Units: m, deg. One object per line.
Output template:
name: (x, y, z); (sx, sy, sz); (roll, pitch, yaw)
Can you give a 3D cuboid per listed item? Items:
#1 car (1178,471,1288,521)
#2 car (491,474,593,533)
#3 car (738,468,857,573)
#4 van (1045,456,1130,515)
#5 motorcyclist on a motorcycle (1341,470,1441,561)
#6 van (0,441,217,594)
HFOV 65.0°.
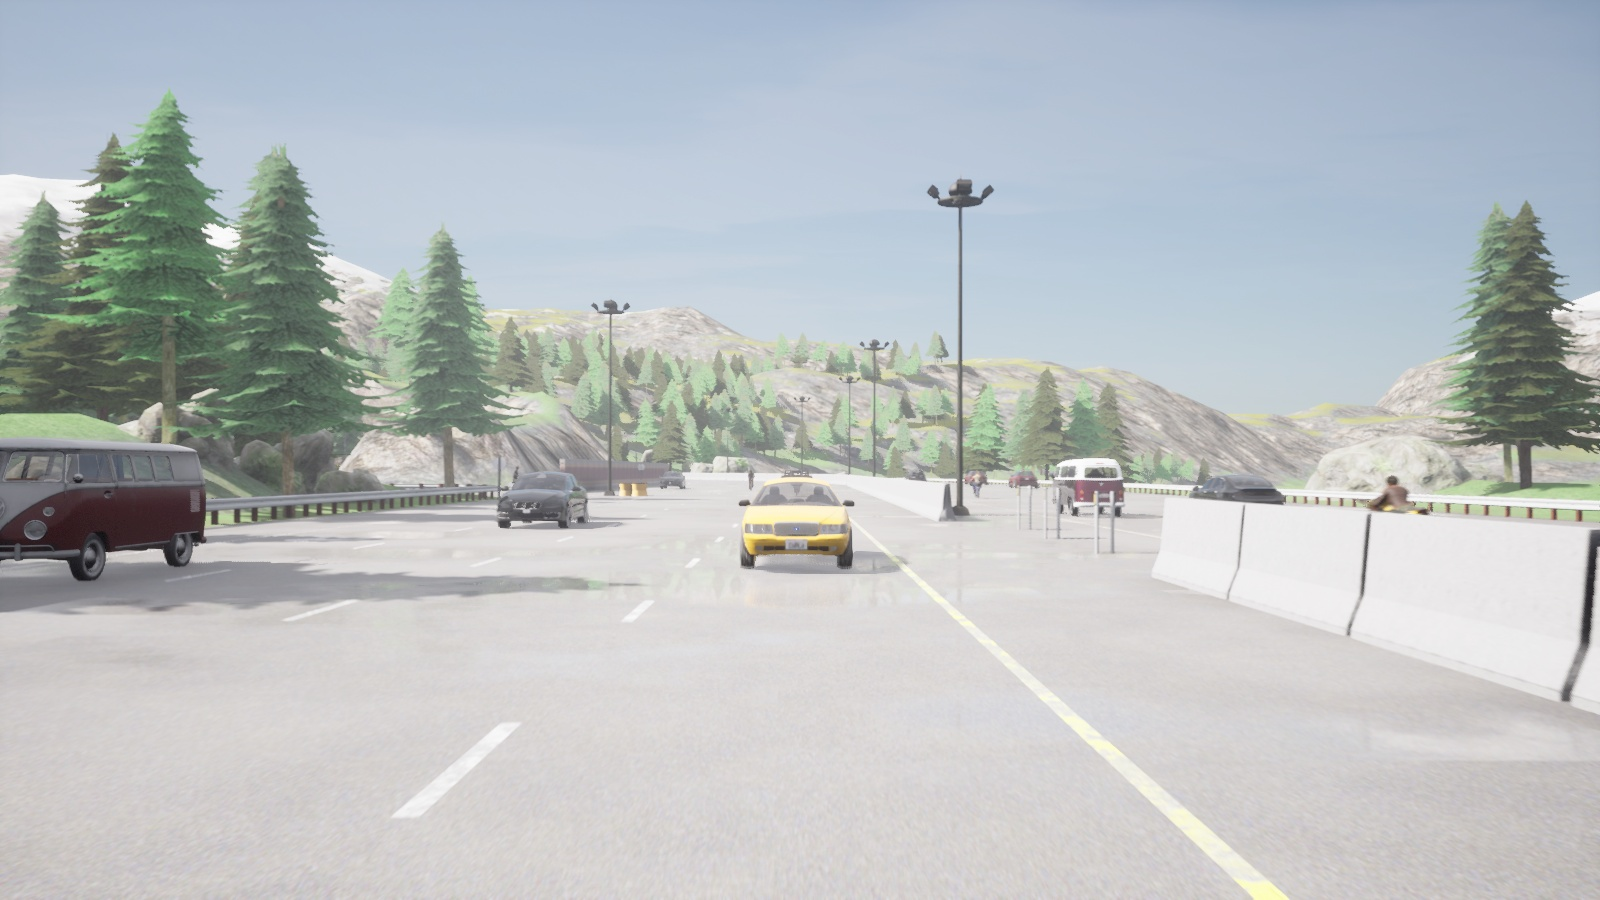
car: (13.905, 1.443, 40.610); (1.837, 1.490, 4.892); (0, -1, 0)
car: (-7.081, 1.431, 34.893); (1.837, 1.490, 4.892); (0, -1, 0)
car: (-0.051, 1.119, 21.773); (1.801, 1.575, 5.366); (0, -1, 0)
van: (10.392, 1.263, 45.734); (2.069, 2.038, 4.480); (0, -1, 0)
motorcyclist on a motorcycle: (10.448, 1.128, 22.295); (0.797, 1.523, 2.044); (0, -1, 0)
van: (-10.544, 0.920, 18.579); (1.775, 1.987, 4.442); (0, -1, 0)
